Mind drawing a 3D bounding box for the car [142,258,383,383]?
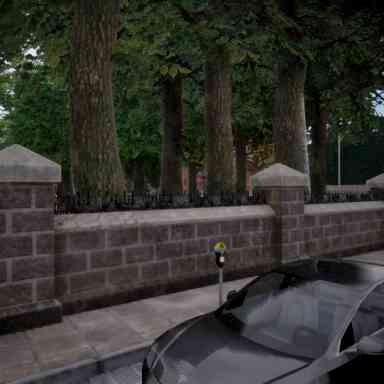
[{"bbox_3d":[1.528,1.565,3.910,4.313,1.339,1.947,0,-1,-36],"label":"car"}]
